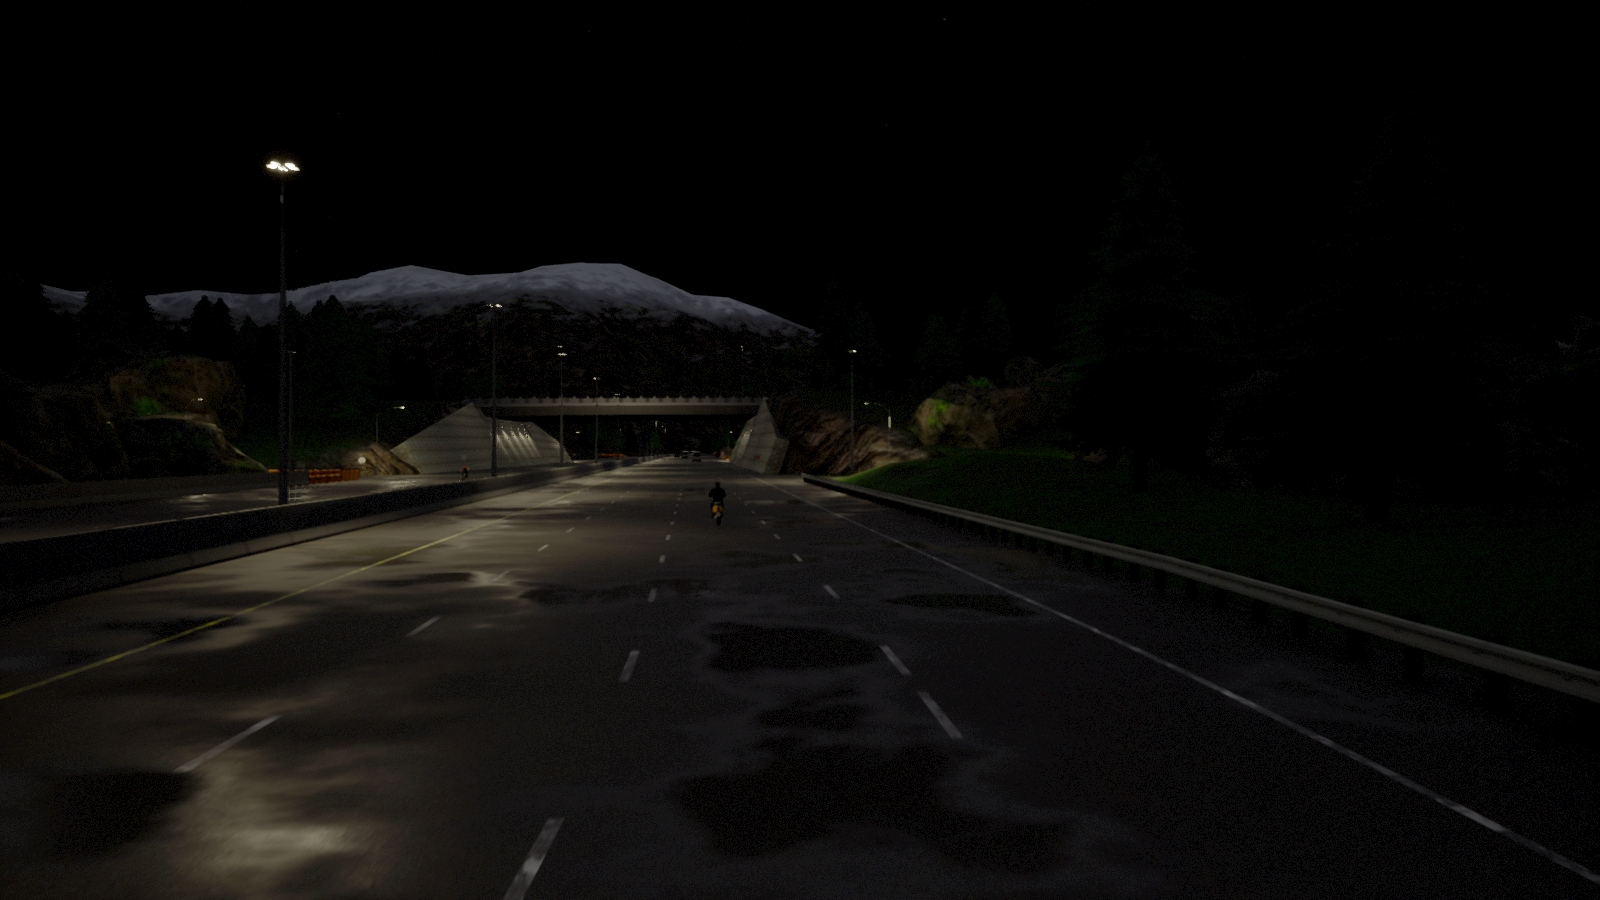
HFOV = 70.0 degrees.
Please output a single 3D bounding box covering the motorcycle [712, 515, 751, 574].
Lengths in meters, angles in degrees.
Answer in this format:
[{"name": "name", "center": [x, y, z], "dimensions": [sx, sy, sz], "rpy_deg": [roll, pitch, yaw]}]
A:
[{"name": "motorcycle", "center": [-1.622, 2.184, 26.680], "dimensions": [0.856, 1.236, 1.805], "rpy_deg": [0, 0, -5]}]
